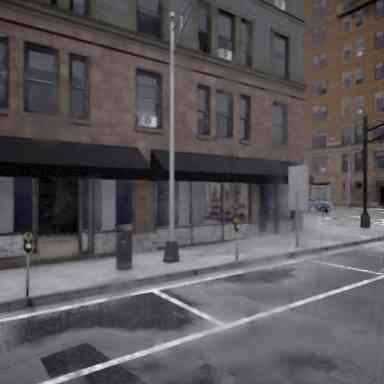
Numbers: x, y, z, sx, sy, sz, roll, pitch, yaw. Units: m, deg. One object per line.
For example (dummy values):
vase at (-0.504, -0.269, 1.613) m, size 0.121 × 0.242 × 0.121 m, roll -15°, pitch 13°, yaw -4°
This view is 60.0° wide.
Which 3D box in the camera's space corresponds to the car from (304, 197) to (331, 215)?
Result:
car at (10.258, 1.175, 30.509) m, size 1.882 × 1.535 × 5.008 m, roll 0°, pitch 0°, yaw -35°
